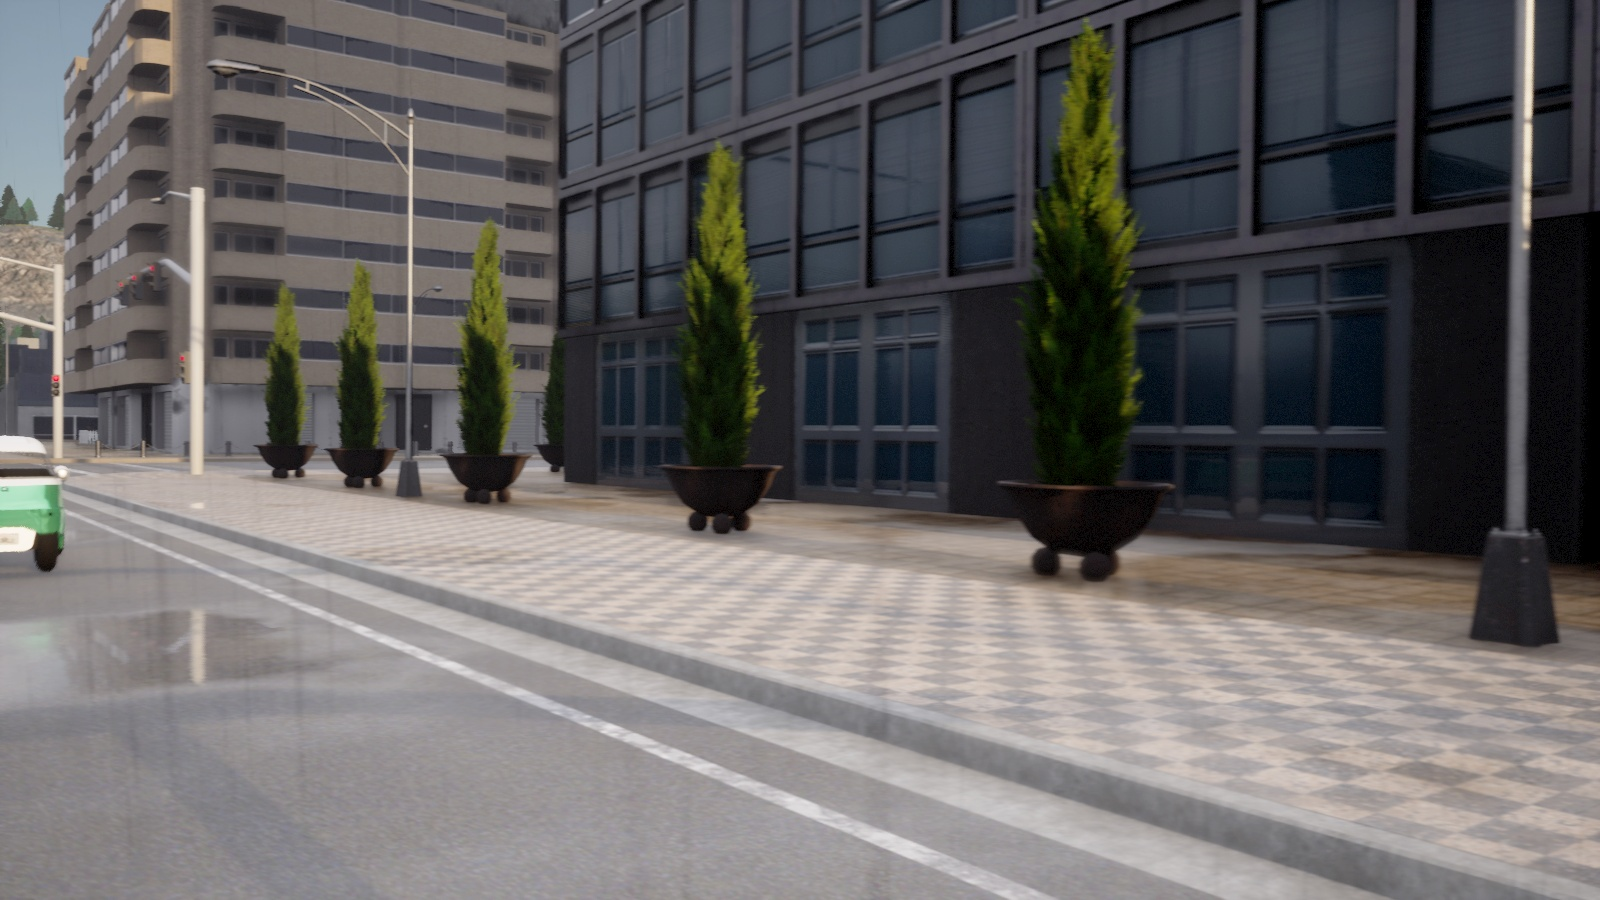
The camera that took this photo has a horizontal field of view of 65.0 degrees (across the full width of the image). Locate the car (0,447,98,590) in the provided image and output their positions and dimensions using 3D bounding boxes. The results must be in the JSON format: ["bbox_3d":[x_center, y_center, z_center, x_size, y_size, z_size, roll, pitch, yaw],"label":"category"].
[{"bbox_3d":[-8.461,0.680,13.307,1.481,1.376,2.207,-1,1,-37],"label":"car"}]
